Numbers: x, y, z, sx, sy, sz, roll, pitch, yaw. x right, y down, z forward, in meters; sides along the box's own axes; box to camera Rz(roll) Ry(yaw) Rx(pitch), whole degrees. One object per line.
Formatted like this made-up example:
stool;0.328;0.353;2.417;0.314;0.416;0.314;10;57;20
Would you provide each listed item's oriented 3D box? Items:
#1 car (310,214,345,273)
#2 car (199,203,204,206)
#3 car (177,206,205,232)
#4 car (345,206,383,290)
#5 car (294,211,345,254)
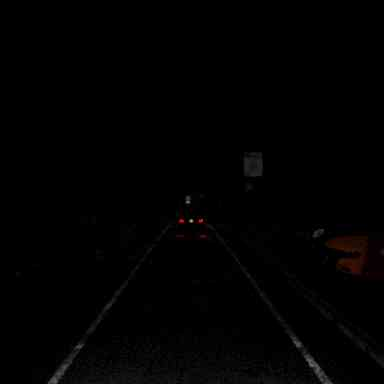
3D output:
car;6.156;1.504;9.057;5.008;1.535;2.097;0;0;-1
car;-0.014;2.310;38.369;2.128;1.511;4.902;0;-2;2
car;-0.065;1.890;22.807;2.033;1.411;5.357;0;-2;0
car;6.227;1.231;6.141;5.566;2.045;2.435;0;0;-1
car;6.132;1.402;12.093;4.553;1.767;2.185;0;0;-1
